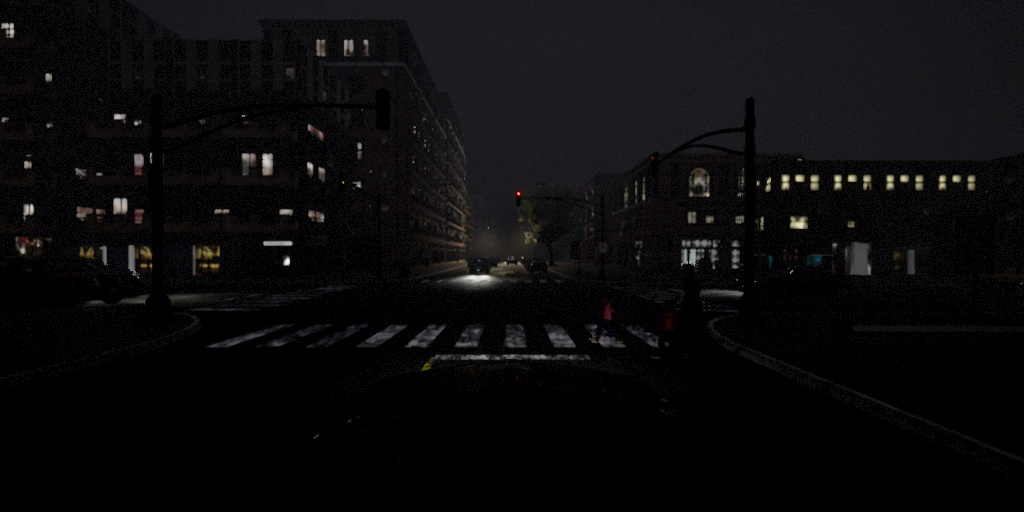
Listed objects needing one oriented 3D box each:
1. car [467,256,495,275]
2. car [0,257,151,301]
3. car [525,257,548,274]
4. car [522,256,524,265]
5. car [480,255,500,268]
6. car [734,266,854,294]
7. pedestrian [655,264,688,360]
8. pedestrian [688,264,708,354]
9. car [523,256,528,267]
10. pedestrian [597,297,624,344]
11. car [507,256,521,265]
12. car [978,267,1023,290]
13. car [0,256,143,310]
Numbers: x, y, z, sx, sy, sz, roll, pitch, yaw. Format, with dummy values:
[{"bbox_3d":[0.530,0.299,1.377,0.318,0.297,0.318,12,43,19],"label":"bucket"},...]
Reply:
[{"bbox_3d":[-3.094,1.006,35.429,2.128,1.511,4.902,0,0,0],"label":"car"},{"bbox_3d":[-19.264,0.933,15.791,4.553,1.767,2.097,0,0,0],"label":"car"},{"bbox_3d":[2.689,1.056,36.942,2.007,1.370,4.403,0,0,0],"label":"car"},{"bbox_3d":[2.687,0.875,48.335,1.967,1.591,4.097,0,0,0],"label":"car"},{"bbox_3d":[-3.081,0.896,51.156,1.882,1.535,5.008,0,0,0],"label":"car"},{"bbox_3d":[15.038,1.235,19.238,5.357,1.411,2.033,0,0,0],"label":"car"},{"bbox_3d":[3.011,1.004,6.793,0.375,1.860,0.375,0,0,0],"label":"pedestrian"},{"bbox_3d":[3.693,1.000,7.394,0.375,1.860,0.375,0,0,0],"label":"pedestrian"},{"bbox_3d":[2.688,0.910,42.639,1.967,1.591,4.097,0,0,0],"label":"car"},{"bbox_3d":[2.183,0.995,7.991,0.375,1.860,0.375,0,0,0],"label":"pedestrian"},{"bbox_3d":[-0.004,0.841,63.292,2.128,1.511,4.902,0,0,0],"label":"car"},{"bbox_3d":[31.440,1.268,21.952,4.829,1.417,1.751,0,0,0],"label":"car"},{"bbox_3d":[-17.277,0.924,13.222,5.009,1.841,2.192,0,0,0],"label":"car"}]
